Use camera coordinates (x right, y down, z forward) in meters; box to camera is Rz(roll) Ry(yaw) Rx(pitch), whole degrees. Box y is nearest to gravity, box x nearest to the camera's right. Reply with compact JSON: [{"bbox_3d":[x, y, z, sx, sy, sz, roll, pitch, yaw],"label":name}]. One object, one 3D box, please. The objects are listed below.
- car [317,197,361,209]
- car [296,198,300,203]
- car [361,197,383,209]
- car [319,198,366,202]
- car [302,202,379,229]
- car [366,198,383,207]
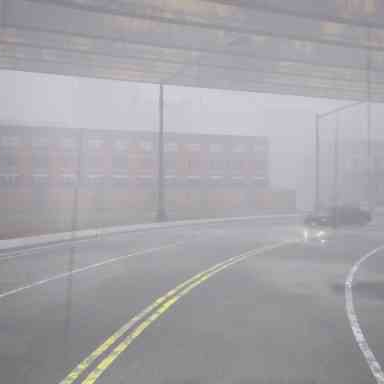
[{"bbox_3d":[17.837,1.295,40.464,1.853,1.218,4.536,0,0,-45],"label":"car"},{"bbox_3d":[16.841,1.452,60.504,4.974,1.542,2.038,0,0,40],"label":"car"},{"bbox_3d":[21.400,1.295,39.219,1.853,1.218,4.536,0,0,15],"label":"car"},{"bbox_3d":[17.874,1.452,40.427,2.038,1.542,4.974,0,0,-45],"label":"car"},{"bbox_3d":[9.681,1.578,21.869,5.357,1.411,2.033,0,0,-33],"label":"car"},{"bbox_3d":[21.386,1.452,39.169,2.038,1.542,4.974,0,0,15],"label":"car"}]
